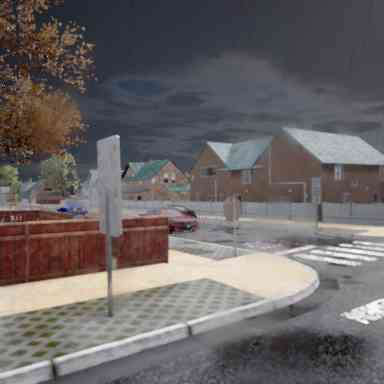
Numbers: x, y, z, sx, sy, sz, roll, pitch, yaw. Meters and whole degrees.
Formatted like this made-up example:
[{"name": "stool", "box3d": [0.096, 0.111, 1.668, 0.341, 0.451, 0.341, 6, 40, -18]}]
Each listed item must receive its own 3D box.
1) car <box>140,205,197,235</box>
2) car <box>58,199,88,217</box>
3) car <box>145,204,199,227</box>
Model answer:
[{"name": "car", "box3d": [-1.649, 1.807, 21.630, 1.882, 1.535, 5.008, -2, 0, -36]}, {"name": "car", "box3d": [-13.912, 1.902, 38.660, 2.150, 2.045, 5.566, -2, 0, -36]}, {"name": "car", "box3d": [-1.717, 1.789, 26.786, 1.882, 1.535, 5.008, -2, 0, -36]}]
